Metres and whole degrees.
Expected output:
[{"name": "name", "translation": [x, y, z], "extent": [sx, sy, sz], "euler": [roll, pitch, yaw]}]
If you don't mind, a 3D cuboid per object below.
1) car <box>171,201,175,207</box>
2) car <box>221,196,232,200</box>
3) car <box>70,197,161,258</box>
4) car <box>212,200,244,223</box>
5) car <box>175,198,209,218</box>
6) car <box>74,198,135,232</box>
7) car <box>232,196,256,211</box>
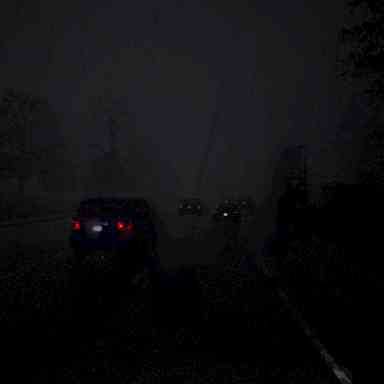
[{"name": "car", "translation": [-1.554, 1.584, 50.370], "extent": [1.895, 1.301, 4.718], "euler": [0, 0, 20]}, {"name": "car", "translation": [6.692, 1.526, 61.341], "extent": [1.837, 1.490, 4.892], "euler": [0, 0, 25]}, {"name": "car", "translation": [-2.658, 1.215, 12.872], "extent": [2.150, 2.045, 5.566], "euler": [0, 0, 5]}, {"name": "car", "translation": [2.737, 1.573, 25.536], "extent": [1.994, 1.385, 4.181], "euler": [0, 0, 11]}, {"name": "car", "translation": [0.247, 1.352, 30.766], "extent": [2.097, 1.767, 4.553], "euler": [0, 0, 12]}, {"name": "car", "translation": [-5.334, 1.336, 20.977], "extent": [2.097, 1.767, 4.553], "euler": [0, 0, 9]}, {"name": "car", "translation": [6.768, 1.376, 41.544], "extent": [2.097, 1.767, 4.553], "euler": [0, 0, 17]}]
